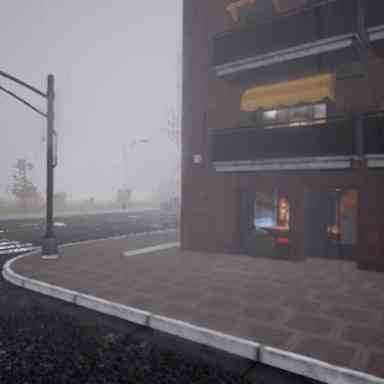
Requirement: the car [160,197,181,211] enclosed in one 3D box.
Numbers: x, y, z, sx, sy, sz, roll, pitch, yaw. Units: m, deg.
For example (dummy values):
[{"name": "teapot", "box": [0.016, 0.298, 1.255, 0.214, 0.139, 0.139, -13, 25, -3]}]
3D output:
[{"name": "car", "box": [-1.770, 1.399, 39.785, 1.882, 1.535, 5.008, 1, 1, 36]}]
